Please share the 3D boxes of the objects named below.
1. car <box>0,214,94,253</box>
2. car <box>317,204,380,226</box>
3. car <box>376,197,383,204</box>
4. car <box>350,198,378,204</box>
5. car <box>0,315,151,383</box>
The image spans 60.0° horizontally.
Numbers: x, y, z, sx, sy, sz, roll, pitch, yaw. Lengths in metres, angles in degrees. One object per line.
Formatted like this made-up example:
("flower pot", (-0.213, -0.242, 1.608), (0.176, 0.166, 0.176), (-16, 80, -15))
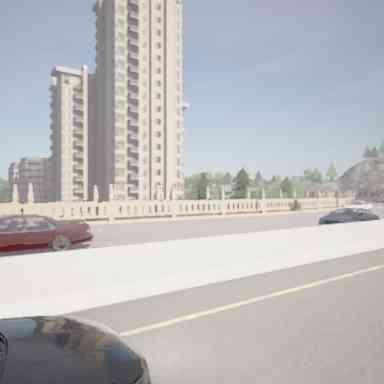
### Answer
("car", (-6.451, 1.551, 12.288), (5.357, 1.411, 2.033), (0, 0, -36))
("car", (9.088, 1.607, 19.142), (4.181, 1.385, 1.994), (0, 0, -36))
("car", (39.912, 1.825, 70.698), (2.033, 1.411, 5.357), (0, 0, 18))
("car", (17.546, 1.635, 34.970), (4.674, 1.442, 1.812), (0, 0, -44))
("car", (-2.556, 1.504, 1.923), (4.892, 1.490, 1.837), (0, 0, -35))
